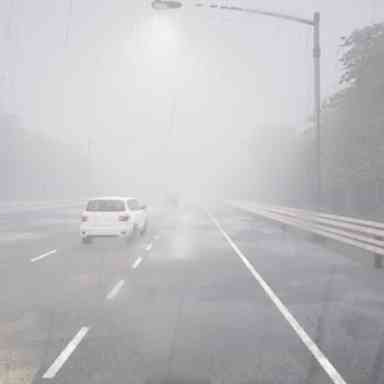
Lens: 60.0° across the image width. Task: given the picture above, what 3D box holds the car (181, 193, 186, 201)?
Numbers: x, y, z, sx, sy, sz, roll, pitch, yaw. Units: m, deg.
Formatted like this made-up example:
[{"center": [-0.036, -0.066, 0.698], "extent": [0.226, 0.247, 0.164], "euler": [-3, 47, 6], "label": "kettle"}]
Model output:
[{"center": [-3.151, 1.602, 83.584], "extent": [1.994, 1.385, 4.181], "euler": [0, 0, 0], "label": "car"}]

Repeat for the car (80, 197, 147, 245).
[{"center": [-3.494, 1.231, 15.765], "extent": [2.150, 2.045, 5.566], "euler": [0, 0, 0], "label": "car"}]

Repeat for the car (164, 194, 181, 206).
[{"center": [-3.360, 1.265, 54.458], "extent": [2.150, 2.045, 5.566], "euler": [0, 0, 0], "label": "car"}]
